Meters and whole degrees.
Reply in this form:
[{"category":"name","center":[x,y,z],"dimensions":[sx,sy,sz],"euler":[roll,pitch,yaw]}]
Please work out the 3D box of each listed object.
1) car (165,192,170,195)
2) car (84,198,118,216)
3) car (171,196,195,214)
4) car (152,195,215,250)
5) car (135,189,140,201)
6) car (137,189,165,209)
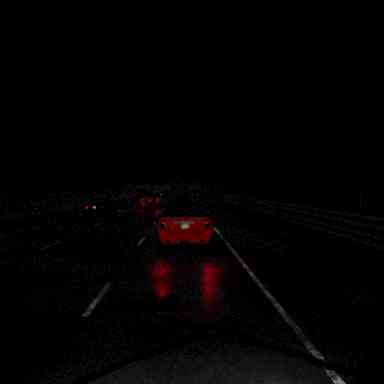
[{"category":"car","center":[-5.300,0.646,64.229],"dimensions":[2.128,1.511,4.902],"euler":[-1,1,-2]},{"category":"car","center":[-7.727,1.231,28.575],"dimensions":[2.033,1.411,5.357],"euler":[-1,1,-2]},{"category":"car","center":[-0.815,1.125,30.922],"dimensions":[2.033,1.411,5.357],"euler":[-1,1,-1]},{"category":"car","center":[-0.292,1.164,13.593],"dimensions":[2.097,1.767,4.553],"euler":[-1,1,-2]},{"category":"car","center":[-8.633,0.492,58.492],"dimensions":[2.150,2.045,5.566],"euler":[-1,0,-2]},{"category":"car","center":[-4.487,0.882,37.158],"dimensions":[2.097,1.767,4.553],"euler":[-1,1,-2]}]
